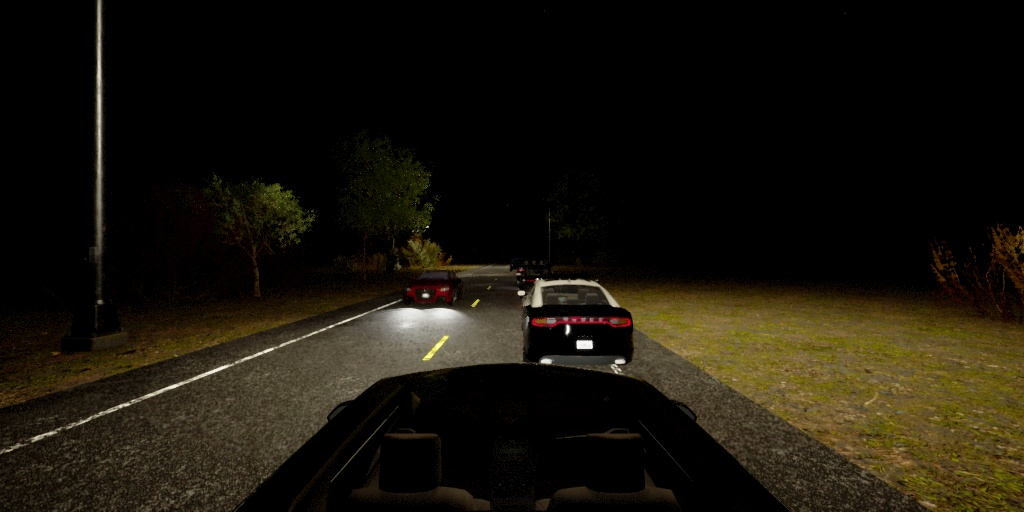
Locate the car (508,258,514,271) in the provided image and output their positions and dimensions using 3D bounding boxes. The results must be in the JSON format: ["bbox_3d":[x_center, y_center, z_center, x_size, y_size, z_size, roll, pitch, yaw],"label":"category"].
[{"bbox_3d":[0.700,1.234,46.572,1.812,1.442,4.674,0,0,1],"label":"car"}]

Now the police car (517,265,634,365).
[{"bbox_3d":[1.164,1.174,8.151,1.930,1.638,5.238,0,0,1],"label":"police car"}]

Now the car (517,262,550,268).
[{"bbox_3d":[1.305,1.250,18.039,1.837,1.490,4.892,0,0,1],"label":"car"}]

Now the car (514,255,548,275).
[{"bbox_3d":[1.389,0.964,24.069,2.150,2.045,5.566,0,0,1],"label":"car"}]

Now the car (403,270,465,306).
[{"bbox_3d":[-3.280,1.309,15.672,1.994,1.385,4.181,0,0,1],"label":"car"}]
